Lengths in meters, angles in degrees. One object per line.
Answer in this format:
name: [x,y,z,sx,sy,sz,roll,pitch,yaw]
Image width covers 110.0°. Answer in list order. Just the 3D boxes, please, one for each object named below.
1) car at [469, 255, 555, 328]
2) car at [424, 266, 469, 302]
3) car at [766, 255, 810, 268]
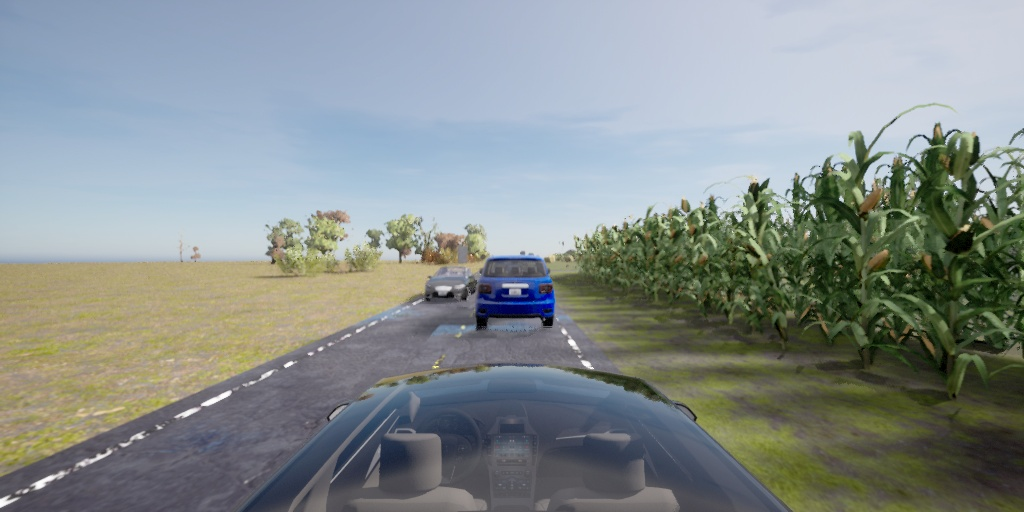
car: [0.093,0.981,11.603,2.150,2.045,5.566,0,0,0]
car: [-2.825,1.255,17.115,2.128,1.511,4.902,0,0,0]
car: [39.198,0.797,50.996,4.553,1.767,2.097,-1,-1,0]
